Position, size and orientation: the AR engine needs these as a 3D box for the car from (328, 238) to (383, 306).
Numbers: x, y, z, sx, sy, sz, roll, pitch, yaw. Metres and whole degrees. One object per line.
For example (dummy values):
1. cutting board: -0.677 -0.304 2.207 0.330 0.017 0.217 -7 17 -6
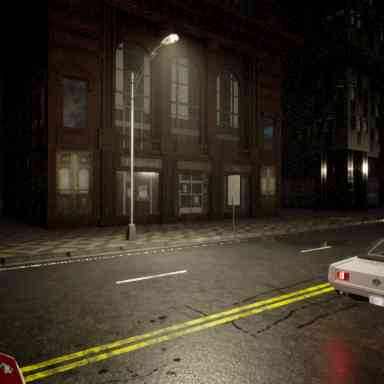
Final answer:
1. car: 5.031 1.597 7.026 4.718 1.301 1.895 0 0 -35

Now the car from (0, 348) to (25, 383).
1. car: -3.037 1.352 1.274 4.553 1.767 2.097 0 0 -35
